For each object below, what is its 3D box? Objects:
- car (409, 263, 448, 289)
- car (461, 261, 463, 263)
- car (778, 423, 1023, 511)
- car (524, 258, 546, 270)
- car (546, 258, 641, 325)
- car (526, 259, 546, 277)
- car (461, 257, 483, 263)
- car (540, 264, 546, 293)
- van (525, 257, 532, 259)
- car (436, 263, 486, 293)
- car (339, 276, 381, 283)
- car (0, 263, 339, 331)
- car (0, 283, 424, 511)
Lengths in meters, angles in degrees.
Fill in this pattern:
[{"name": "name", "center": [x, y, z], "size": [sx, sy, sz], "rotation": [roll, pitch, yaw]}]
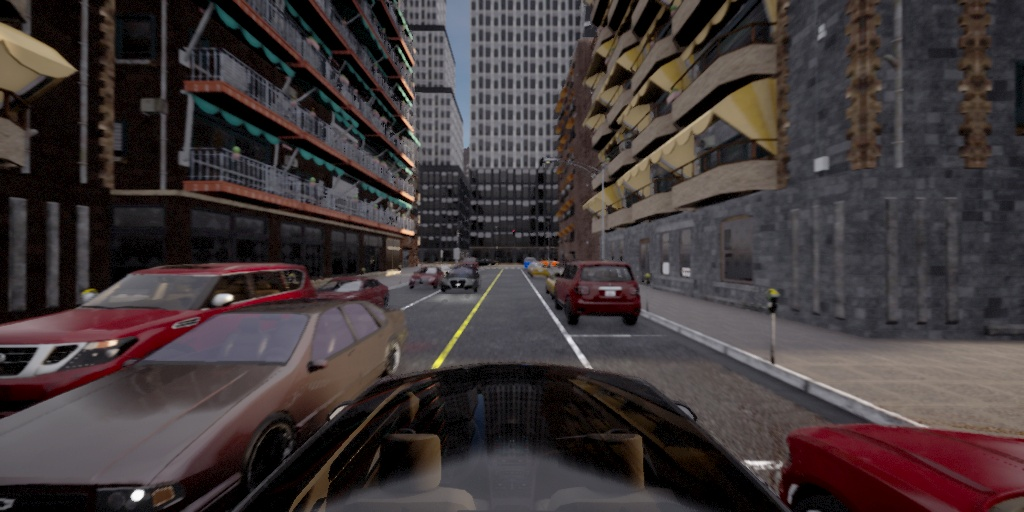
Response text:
[{"name": "car", "center": [-5.319, 1.328, 23.040], "size": [1.802, 1.307, 4.207], "rotation": [0, 0, 0]}, {"name": "car", "center": [-5.320, 1.272, 28.511], "size": [1.751, 1.417, 4.829], "rotation": [0, 0, 0]}, {"name": "car", "center": [2.565, 1.296, 0.481], "size": [1.888, 1.381, 4.507], "rotation": [0, 0, 0]}, {"name": "car", "center": [2.559, 1.274, 40.133], "size": [1.751, 1.417, 4.829], "rotation": [0, 0, 0]}, {"name": "car", "center": [2.564, 1.063, 11.761], "size": [2.192, 1.841, 5.009], "rotation": [0, 0, 0]}, {"name": "car", "center": [2.559, 1.273, 34.492], "size": [1.751, 1.417, 4.829], "rotation": [0, 0, 0]}, {"name": "car", "center": [-5.323, 1.065, 45.602], "size": [2.192, 1.841, 5.009], "rotation": [0, 0, 0]}, {"name": "car", "center": [2.562, 1.273, 17.572], "size": [1.751, 1.417, 4.829], "rotation": [0, 0, 0]}, {"name": "van", "center": [2.556, 1.094, 51.243], "size": [1.690, 1.789, 3.998], "rotation": [0, 0, 0]}, {"name": "car", "center": [-2.834, 1.310, 20.783], "size": [1.994, 1.385, 4.181], "rotation": [0, 0, 0]}, {"name": "car", "center": [-5.317, 1.329, 11.760], "size": [1.802, 1.307, 4.207], "rotation": [0, 0, 0]}, {"name": "car", "center": [-5.316, 1.063, 6.119], "size": [2.192, 1.841, 5.009], "rotation": [0, 0, 0]}, {"name": "car", "center": [-2.844, 1.297, 4.583], "size": [2.033, 1.411, 5.357], "rotation": [0, 0, 0]}]
